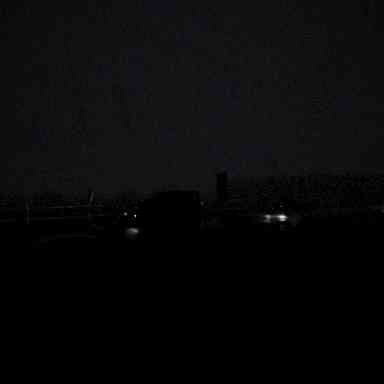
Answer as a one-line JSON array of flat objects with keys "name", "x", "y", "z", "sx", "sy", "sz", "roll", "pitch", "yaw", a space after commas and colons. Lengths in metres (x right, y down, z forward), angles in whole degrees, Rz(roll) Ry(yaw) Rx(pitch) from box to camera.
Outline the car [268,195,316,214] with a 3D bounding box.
[{"name": "car", "x": 8.750, "y": 1.079, "z": 29.033, "sx": 4.892, "sy": 1.490, "sz": 1.837, "roll": -1, "pitch": 0, "yaw": -33}]

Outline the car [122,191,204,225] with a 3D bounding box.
[{"name": "car", "x": -1.812, "y": 0.965, "z": 22.059, "sx": 5.566, "sy": 2.045, "sz": 2.150, "roll": -1, "pitch": 0, "yaw": -34}]

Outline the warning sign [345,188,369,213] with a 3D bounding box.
[{"name": "warning sign", "x": 12.469, "y": 0.627, "z": 25.155, "sx": 1.060, "sy": 1.860, "sz": 1.300, "roll": 0, "pitch": -1, "yaw": -33}]
